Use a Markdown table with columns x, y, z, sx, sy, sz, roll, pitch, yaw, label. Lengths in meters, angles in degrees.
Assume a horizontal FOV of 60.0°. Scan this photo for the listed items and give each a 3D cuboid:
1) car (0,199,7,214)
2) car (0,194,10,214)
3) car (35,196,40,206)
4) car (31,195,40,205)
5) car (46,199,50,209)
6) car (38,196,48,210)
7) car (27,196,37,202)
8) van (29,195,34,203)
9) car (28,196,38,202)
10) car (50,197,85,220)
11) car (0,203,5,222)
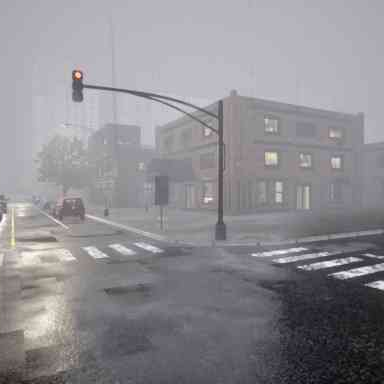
| x | y | z | sx | sy | sz | roll | pitch | yaw | label |
| --- | --- | --- | --- | --- | --- | --- | --- | --- | --- |
| -15.847 | 1.541 | 26.099 | 1.812 | 1.442 | 4.674 | 0 | 0 | -28 | car |
| -20.827 | 1.247 | 35.462 | 2.150 | 2.045 | 5.566 | 0 | 0 | -28 | car |
| -20.863 | 1.590 | 47.503 | 2.008 | 1.369 | 4.403 | 0 | 0 | -28 | car |
| -26.113 | 1.639 | 57.226 | 1.802 | 1.307 | 4.206 | 0 | 0 | -28 | car |
| -12.986 | 1.586 | 32.918 | 1.947 | 1.339 | 4.313 | 0 | 0 | -28 | car |
| -18.237 | 1.598 | 42.642 | 1.947 | 1.339 | 4.313 | 0 | 0 | -28 | car |
| -39.242 | 1.680 | 81.535 | 1.947 | 1.339 | 4.313 | 0 | 0 | -28 | car |
| -31.365 | 1.419 | 66.950 | 1.690 | 1.788 | 3.998 | 0 | 0 | -28 | van |
| -36.615 | 1.684 | 76.672 | 1.802 | 1.307 | 4.206 | 0 | 0 | -28 | car |
| -10.359 | 1.330 | 28.057 | 2.192 | 1.841 | 5.009 | 0 | 0 | -28 | car |
| -11.380 | 1.555 | 17.778 | 2.033 | 1.411 | 5.357 | 0 | 0 | -28 | car |
